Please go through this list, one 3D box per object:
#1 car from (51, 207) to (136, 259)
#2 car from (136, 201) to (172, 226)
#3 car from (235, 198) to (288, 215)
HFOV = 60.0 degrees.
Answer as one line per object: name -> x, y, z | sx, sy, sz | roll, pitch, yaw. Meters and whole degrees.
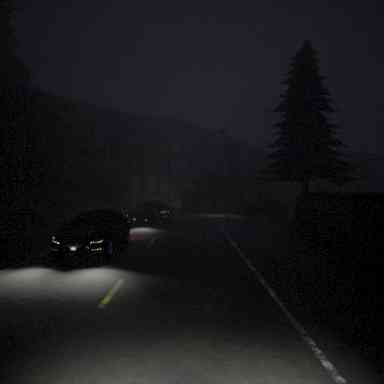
car -> -3.548, 1.443, 12.433 | 1.837, 1.490, 4.892 | 0, 0, 1
car -> -2.837, 1.391, 22.719 | 1.837, 1.490, 4.892 | 0, 1, 17
car -> 6.475, 1.322, 31.175 | 5.008, 1.535, 1.882 | 0, 0, -14
